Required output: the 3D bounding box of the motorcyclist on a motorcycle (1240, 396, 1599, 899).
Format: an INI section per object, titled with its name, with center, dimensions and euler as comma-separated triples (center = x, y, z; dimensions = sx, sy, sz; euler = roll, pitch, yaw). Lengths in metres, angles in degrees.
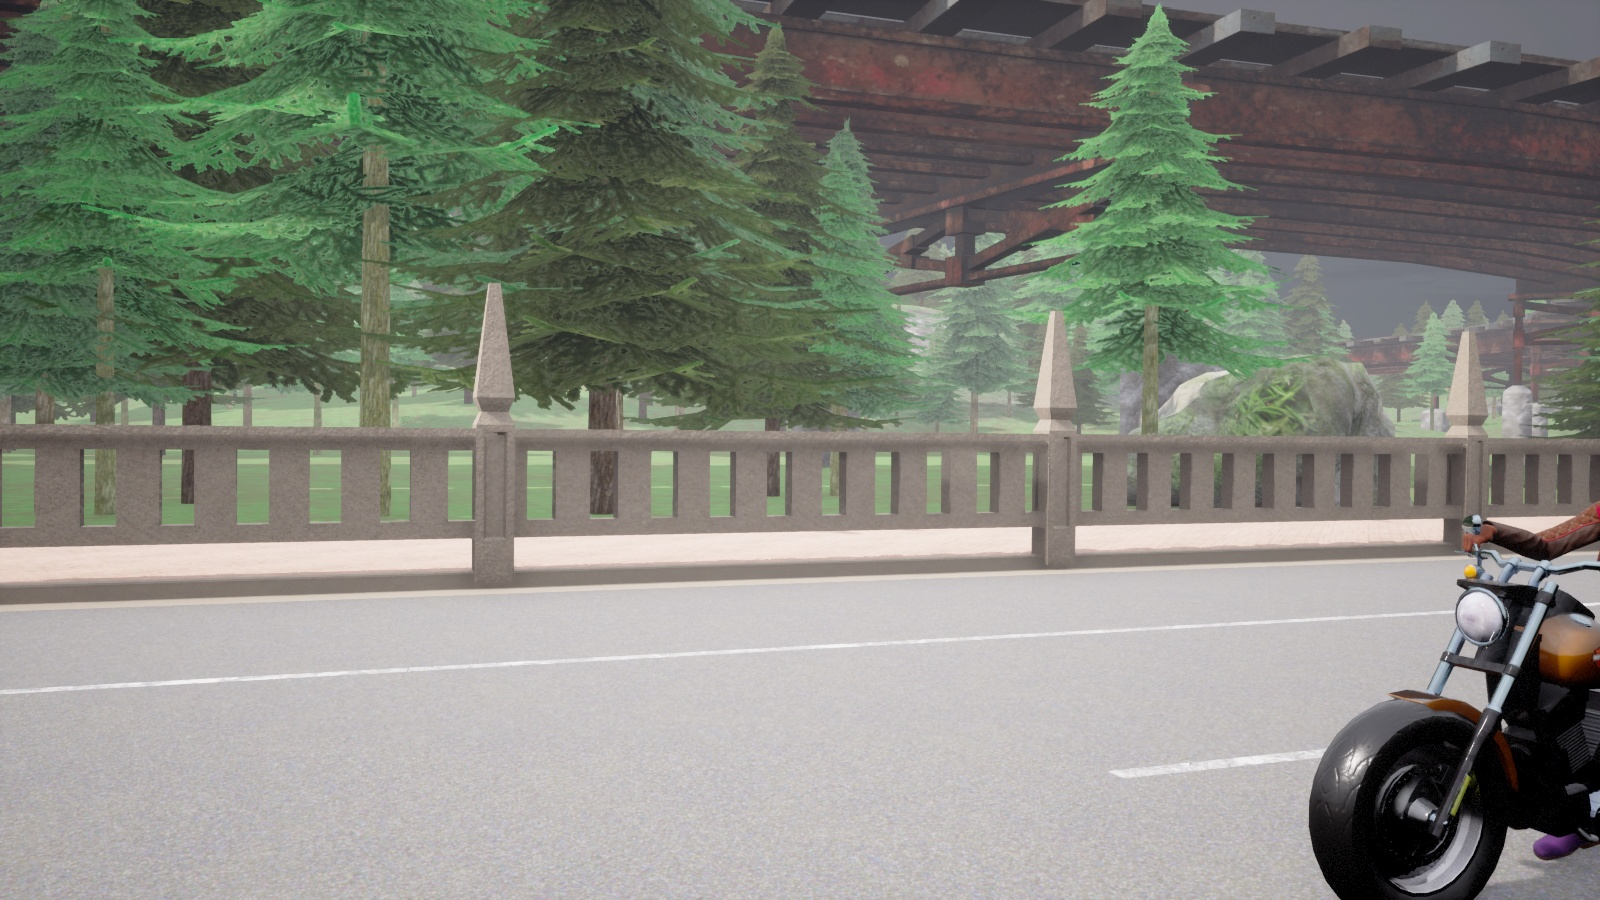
[motorcyclist on a motorcycle]
center = 2.716, 0.650, 4.271
dimensions = 2.350, 1.649, 0.766
euler = -1, 1, -21
